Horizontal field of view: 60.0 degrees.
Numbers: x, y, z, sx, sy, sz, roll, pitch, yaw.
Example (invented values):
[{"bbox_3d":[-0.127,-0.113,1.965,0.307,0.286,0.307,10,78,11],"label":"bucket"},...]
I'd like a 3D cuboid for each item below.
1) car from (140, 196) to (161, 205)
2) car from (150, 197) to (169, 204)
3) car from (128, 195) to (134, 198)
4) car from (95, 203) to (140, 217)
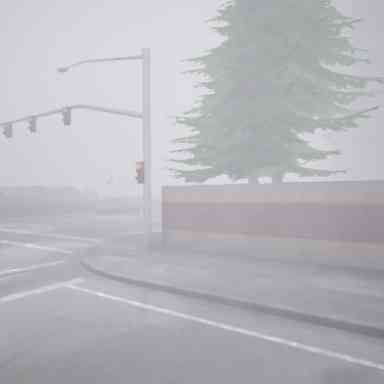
[{"bbox_3d":[-8.645,1.614,70.130,4.605,1.855,1.932,-1,0,35],"label":"car"},{"bbox_3d":[-7.127,1.825,72.343,3.905,1.438,1.784,-1,0,35],"label":"car"},{"bbox_3d":[-14.394,2.003,88.162,3.806,1.475,1.970,-1,0,35],"label":"car"},{"bbox_3d":[-7.545,1.795,33.963,1.895,1.301,4.718,-1,0,35],"label":"car"}]
